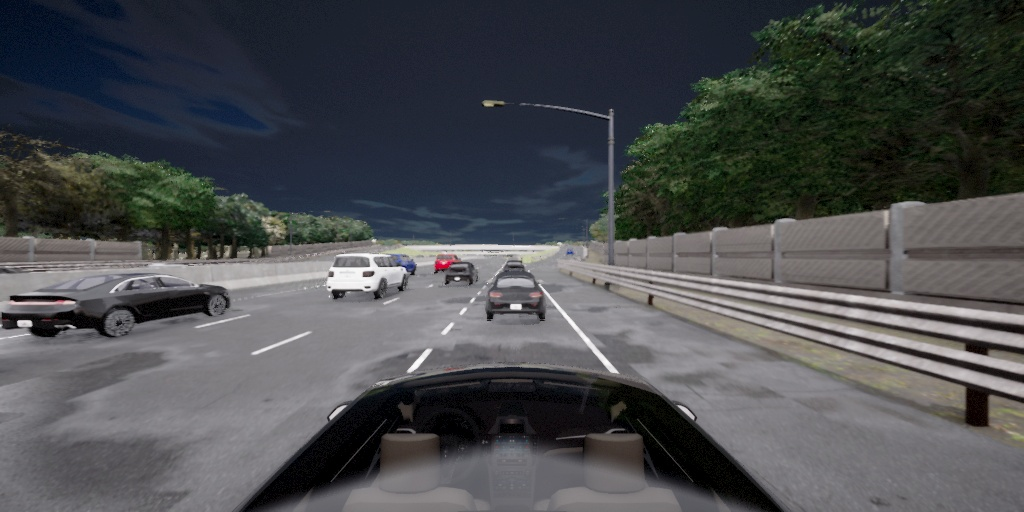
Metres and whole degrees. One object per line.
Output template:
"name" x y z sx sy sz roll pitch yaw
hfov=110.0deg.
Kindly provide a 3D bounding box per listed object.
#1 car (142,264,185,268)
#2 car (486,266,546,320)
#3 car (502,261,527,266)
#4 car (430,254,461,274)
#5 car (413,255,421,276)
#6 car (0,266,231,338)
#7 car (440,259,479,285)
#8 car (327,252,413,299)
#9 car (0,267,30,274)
"car" -21.040 1.201 21.460 1.812 1.442 4.674 0 0 0
"car" 0.115 1.243 12.341 1.812 1.442 4.674 0 0 0
"car" 0.193 1.138 30.512 1.837 1.490 4.892 0 0 0
"car" -6.758 0.819 38.227 2.150 2.045 5.566 0 0 0
"car" -10.297 0.847 32.345 2.150 2.045 5.566 0 0 0
"car" -10.389 1.220 10.074 2.128 1.511 4.902 0 0 0
"car" -3.439 1.163 25.067 1.837 1.490 4.892 0 0 0
"car" -6.870 0.915 17.665 2.150 2.045 5.566 0 0 0
"car" -24.570 1.208 15.933 1.837 1.490 4.892 0 0 0
